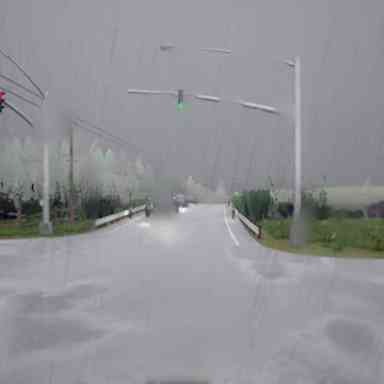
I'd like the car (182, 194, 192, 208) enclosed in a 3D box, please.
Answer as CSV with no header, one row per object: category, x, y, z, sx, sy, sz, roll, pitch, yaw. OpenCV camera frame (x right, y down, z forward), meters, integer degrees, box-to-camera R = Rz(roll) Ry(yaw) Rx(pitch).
car,-1.512,1.023,38.897,1.837,1.490,4.892,0,0,6

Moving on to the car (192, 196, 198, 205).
car,-0.196,1.232,50.366,2.033,1.411,5.357,0,-2,7

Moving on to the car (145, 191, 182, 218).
car,-2.463,0.973,28.582,2.150,2.045,5.566,0,2,5
